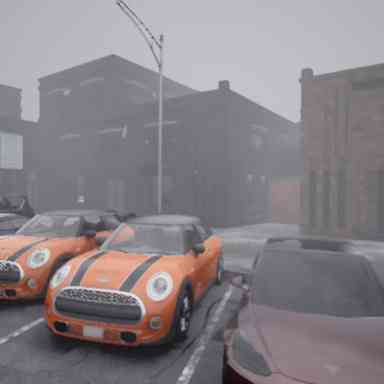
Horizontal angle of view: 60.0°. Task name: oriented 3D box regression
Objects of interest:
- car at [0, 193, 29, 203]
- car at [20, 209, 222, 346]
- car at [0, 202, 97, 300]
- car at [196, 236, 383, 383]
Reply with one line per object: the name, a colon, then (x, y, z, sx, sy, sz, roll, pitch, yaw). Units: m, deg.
car: (-8.095, 1.032, 11.724, 2.435, 2.045, 5.566, 2, 0, 15)
car: (-0.724, 1.295, 6.607, 2.185, 1.767, 4.553, 1, 0, 15)
car: (-3.182, 1.248, 8.329, 2.185, 1.767, 4.553, 1, 0, 15)
car: (1.713, 1.496, 4.827, 2.163, 1.488, 4.792, 1, 0, 15)
